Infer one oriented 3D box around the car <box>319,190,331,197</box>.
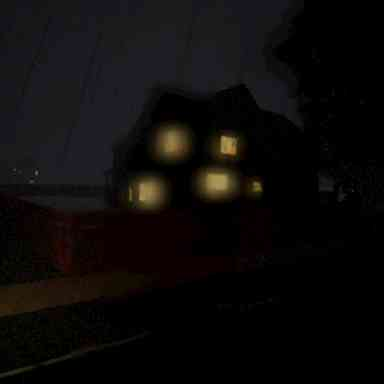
[{"bbox_3d":[21.655,0.336,53.972,2.033,1.411,5.357,1,2,-3],"label":"car"}]
